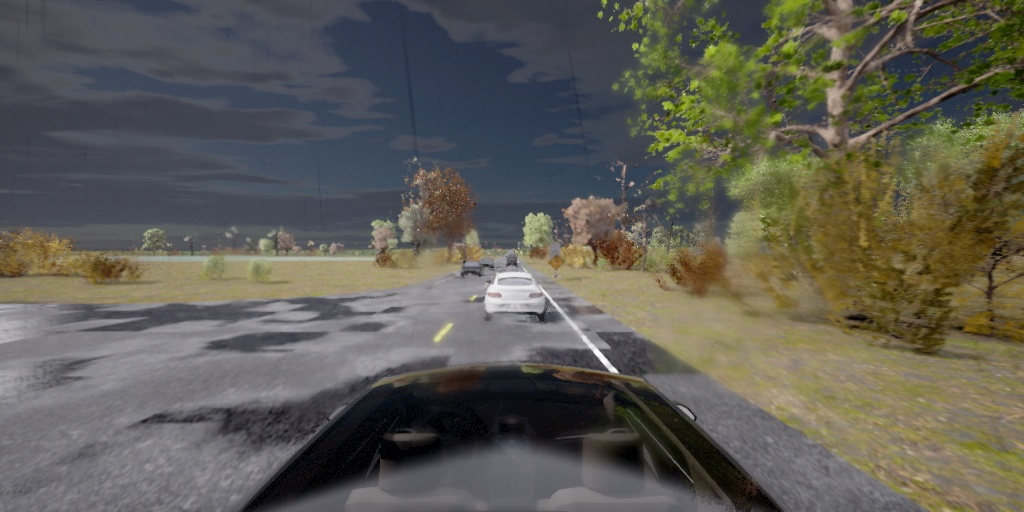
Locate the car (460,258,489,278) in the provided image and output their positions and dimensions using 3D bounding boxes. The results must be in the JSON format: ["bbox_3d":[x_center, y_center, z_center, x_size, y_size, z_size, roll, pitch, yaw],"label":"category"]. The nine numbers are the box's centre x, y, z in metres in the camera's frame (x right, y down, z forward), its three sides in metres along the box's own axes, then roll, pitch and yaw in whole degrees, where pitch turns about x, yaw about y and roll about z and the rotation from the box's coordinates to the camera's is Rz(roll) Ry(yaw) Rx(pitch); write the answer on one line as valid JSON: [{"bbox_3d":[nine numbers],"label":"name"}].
[{"bbox_3d":[-3.601,1.198,33.341,2.033,1.411,5.357,0,0,0],"label":"car"}]

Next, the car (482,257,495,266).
[{"bbox_3d":[-3.581,0.940,50.130,2.097,1.767,4.553,0,0,0],"label":"car"}]

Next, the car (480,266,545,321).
[{"bbox_3d":[0.088,1.239,12.232,1.812,1.442,4.674,0,0,0],"label":"car"}]

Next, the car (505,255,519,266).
[{"bbox_3d":[-0.007,1.049,59.998,1.837,1.490,4.892,0,0,0],"label":"car"}]

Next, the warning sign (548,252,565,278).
[{"bbox_3d":[3.546,0.781,28.716,1.300,1.860,1.060,0,0,0],"label":"warning sign"}]
